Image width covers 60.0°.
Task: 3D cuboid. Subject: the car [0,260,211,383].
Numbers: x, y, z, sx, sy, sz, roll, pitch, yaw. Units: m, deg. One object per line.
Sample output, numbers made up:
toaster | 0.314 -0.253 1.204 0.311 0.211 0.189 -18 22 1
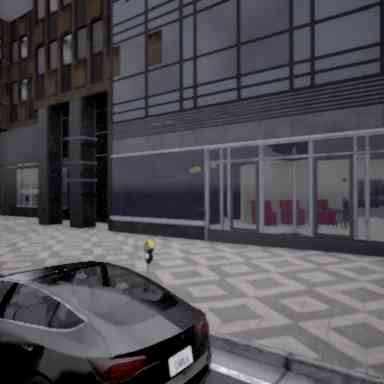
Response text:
car | -1.793 1.581 4.243 4.313 1.339 1.947 0 0 36
